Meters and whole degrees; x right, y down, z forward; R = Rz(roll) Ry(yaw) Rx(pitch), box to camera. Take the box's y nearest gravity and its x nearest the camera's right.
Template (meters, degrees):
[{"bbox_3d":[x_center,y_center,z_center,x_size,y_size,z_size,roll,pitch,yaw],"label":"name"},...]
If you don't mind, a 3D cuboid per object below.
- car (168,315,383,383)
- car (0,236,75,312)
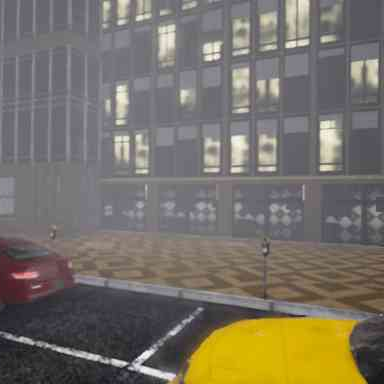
[{"bbox_3d":[2.406,1.513,2.370,5.366,1.575,1.801,0,-1,23],"label":"car"},{"bbox_3d":[-4.492,1.623,7.242,4.206,1.307,1.802,0,-1,23],"label":"car"}]
